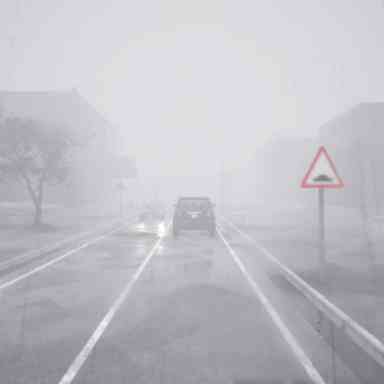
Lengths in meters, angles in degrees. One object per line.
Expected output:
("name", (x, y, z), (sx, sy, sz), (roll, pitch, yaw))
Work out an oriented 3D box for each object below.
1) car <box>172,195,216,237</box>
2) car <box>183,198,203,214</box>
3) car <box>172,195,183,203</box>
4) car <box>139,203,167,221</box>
("car", (0.106, 1.228, 18.387), (2.150, 2.045, 5.566), (0, 0, 0))
("car", (0.111, 1.474, 37.002), (2.128, 1.511, 4.902), (0, 0, 0))
("car", (-2.982, 1.377, 67.673), (2.033, 1.411, 5.357), (0, 1, 0))
("car", (-3.089, 1.602, 27.026), (1.895, 1.301, 4.718), (0, 0, 0))
